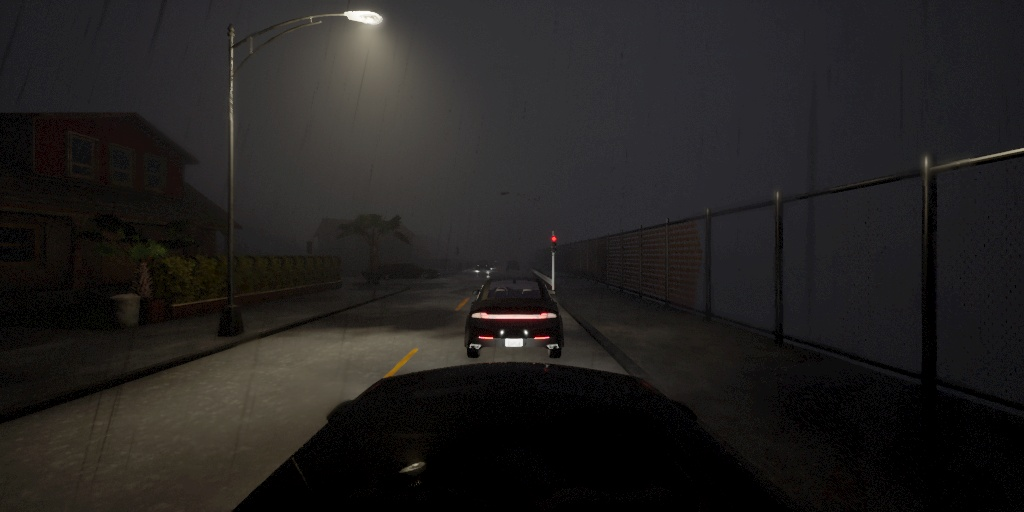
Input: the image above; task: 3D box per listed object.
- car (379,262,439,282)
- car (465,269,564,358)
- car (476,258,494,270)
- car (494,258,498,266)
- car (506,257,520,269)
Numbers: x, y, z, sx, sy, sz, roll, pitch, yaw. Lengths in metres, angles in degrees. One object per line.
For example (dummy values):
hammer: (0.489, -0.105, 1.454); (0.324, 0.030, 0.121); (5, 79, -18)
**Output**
car: (-8.406, 1.257, 29.062); (4.892, 1.490, 1.837); (-1, 0, -6)
car: (0.055, 1.242, 8.445); (2.128, 1.511, 4.902); (0, 0, 0)
car: (-4.092, 1.255, 51.831); (1.837, 1.490, 4.892); (0, 0, 0)
car: (-4.072, 1.297, 61.697); (2.033, 1.411, 5.357); (0, 0, 0)
car: (0.118, 1.297, 51.325); (2.033, 1.411, 5.357); (0, 0, 0)
